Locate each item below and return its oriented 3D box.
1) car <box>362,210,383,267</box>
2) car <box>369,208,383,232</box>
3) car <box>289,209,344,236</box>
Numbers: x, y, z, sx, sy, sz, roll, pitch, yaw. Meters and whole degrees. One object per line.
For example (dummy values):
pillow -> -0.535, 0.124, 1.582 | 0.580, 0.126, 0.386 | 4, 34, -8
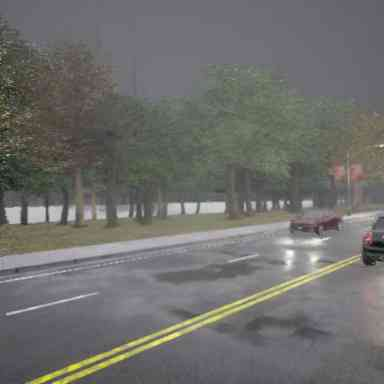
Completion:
car -> 7.513, 1.495, 11.333 | 2.097, 1.767, 4.553 | -3, -2, 44
car -> 13.940, 1.842, 22.893 | 1.812, 1.442, 4.674 | -3, -2, 44
car -> 8.140, 1.876, 21.581 | 1.882, 1.535, 5.008 | -3, -2, 44
